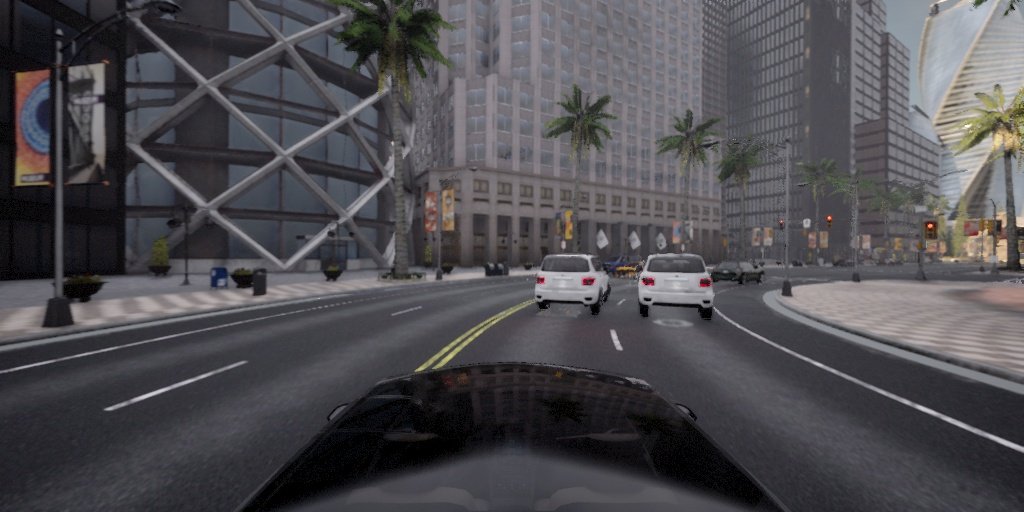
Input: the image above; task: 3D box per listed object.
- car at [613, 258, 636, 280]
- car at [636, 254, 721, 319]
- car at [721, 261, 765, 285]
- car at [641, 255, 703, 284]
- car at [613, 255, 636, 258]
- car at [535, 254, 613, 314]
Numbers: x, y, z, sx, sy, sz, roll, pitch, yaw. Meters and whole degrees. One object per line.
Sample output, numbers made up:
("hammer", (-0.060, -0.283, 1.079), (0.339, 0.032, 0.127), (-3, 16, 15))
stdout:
("car", (11.070, 1.200, 31.347), (5.008, 1.535, 1.882), (0, 0, -37))
("car", (5.826, 0.964, 13.139), (2.150, 2.045, 5.566), (0, -1, 21))
("car", (16.748, 1.119, 26.488), (4.553, 1.767, 2.097), (0, 0, -36))
("car", (12.467, 0.961, 27.774), (5.566, 2.045, 2.150), (0, 0, -39))
("car", (10.684, 0.931, 35.430), (5.566, 2.045, 2.150), (1, 0, -34))
("car", (2.514, 0.948, 14.015), (2.150, 2.045, 5.566), (0, 0, 19))
